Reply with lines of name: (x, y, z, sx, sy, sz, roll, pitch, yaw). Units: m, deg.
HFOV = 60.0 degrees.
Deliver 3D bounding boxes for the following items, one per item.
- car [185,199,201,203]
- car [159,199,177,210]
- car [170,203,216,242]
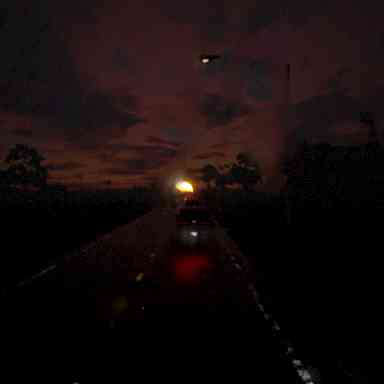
car: (0.085, 1.449, 31.803, 1.837, 1.490, 4.892, 0, 0, 0)
car: (-2.850, 1.494, 40.358, 1.994, 1.385, 4.181, 0, 0, 0)
car: (0.090, 1.473, 16.044, 1.837, 1.490, 4.892, 0, 0, 0)
